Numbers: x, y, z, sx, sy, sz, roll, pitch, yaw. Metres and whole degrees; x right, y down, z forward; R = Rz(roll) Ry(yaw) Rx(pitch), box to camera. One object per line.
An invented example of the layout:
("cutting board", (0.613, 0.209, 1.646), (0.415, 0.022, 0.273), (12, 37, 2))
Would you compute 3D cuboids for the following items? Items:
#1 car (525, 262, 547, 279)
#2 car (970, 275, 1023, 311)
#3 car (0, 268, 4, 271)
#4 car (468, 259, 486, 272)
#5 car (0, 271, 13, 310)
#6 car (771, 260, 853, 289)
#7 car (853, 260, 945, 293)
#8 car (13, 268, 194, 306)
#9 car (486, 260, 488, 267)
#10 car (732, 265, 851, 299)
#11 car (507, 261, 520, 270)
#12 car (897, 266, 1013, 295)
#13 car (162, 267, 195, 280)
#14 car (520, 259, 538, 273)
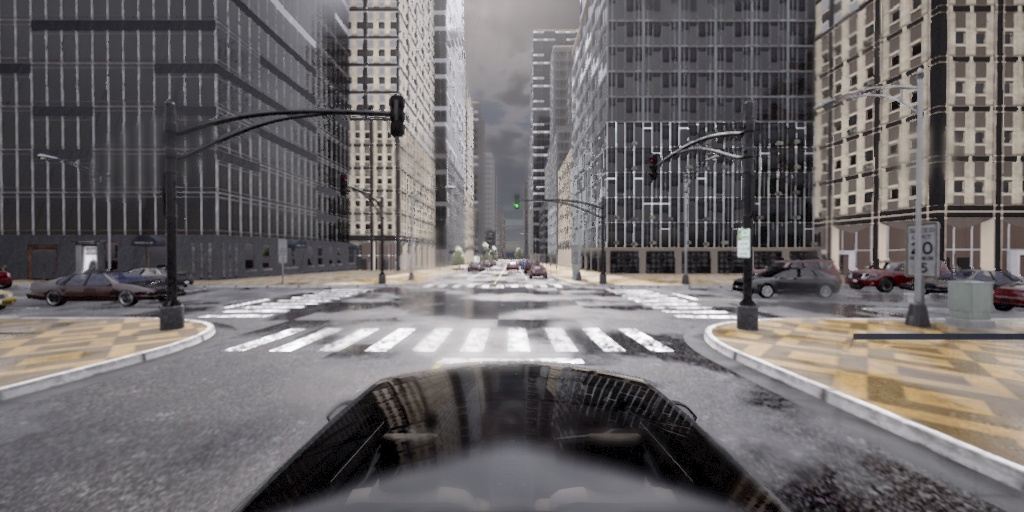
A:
("car", (2.553, 1.544, 35.452), (1.802, 1.307, 4.207), (0, 0, 0))
("car", (20.187, 1.495, 13.177), (4.207, 1.307, 1.802), (0, 0, 0))
("car", (-32.553, 1.206, 21.158), (4.097, 1.591, 1.967), (0, 0, 0))
("car", (-5.284, 1.503, 52.006), (1.967, 1.591, 4.097), (0, 0, 0))
("car", (-21.254, 1.376, 13.109), (4.829, 1.417, 1.751), (0, 0, 0))
("car", (16.573, 1.155, 21.310), (5.009, 1.841, 2.192), (0, 0, 0))
("car", (22.905, 1.164, 21.320), (5.009, 1.841, 2.192), (0, 0, 0))
("car", (-17.624, 1.383, 15.702), (5.357, 1.411, 2.033), (0, 0, 0))
("car", (-5.280, 1.678, 57.531), (1.802, 1.307, 4.207), (0, 0, 0))
("car", (14.183, 1.363, 18.692), (4.892, 1.490, 1.837), (0, 0, 1))
("car", (0.140, 1.683, 61.375), (1.994, 1.385, 4.181), (0, 0, 0))
("car", (24.006, 1.419, 18.724), (5.357, 1.411, 2.033), (0, 0, 0))
("car", (-21.437, 1.334, 21.248), (4.403, 1.370, 2.007), (0, 0, 0))
("car", (2.581, 1.344, 46.502), (2.192, 1.841, 5.009), (0, 0, 0))
